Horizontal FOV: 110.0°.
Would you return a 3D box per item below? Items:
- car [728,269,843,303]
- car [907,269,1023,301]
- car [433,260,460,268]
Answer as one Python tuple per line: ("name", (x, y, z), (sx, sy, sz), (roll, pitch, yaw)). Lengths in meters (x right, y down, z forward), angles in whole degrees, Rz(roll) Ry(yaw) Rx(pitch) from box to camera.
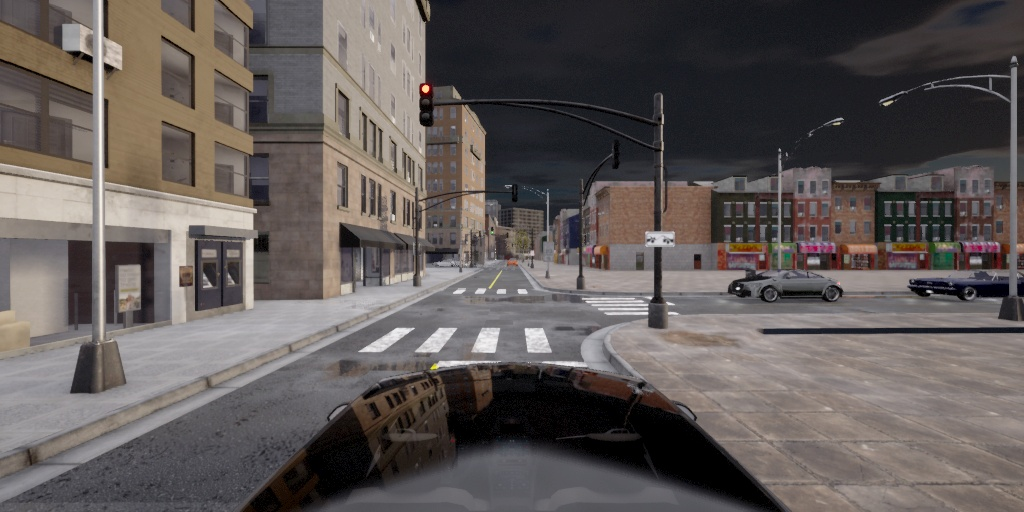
("car", (12.041, 1.261, 15.962), (4.181, 1.385, 1.994), (0, 0, 0))
("car", (20.827, 1.266, 16.009), (4.718, 1.301, 1.895), (0, 0, 0))
("car", (-11.502, 1.347, 62.942), (4.674, 1.442, 1.812), (0, 0, 9))
